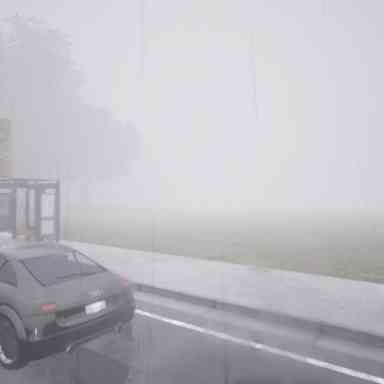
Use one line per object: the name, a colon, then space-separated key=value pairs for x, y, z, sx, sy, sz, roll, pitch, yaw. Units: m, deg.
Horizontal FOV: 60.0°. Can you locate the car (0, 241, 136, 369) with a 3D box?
car: x=-2.975 y=1.583 z=5.806 sx=4.181 sy=1.385 sz=1.994 roll=0 pitch=0 yaw=36
